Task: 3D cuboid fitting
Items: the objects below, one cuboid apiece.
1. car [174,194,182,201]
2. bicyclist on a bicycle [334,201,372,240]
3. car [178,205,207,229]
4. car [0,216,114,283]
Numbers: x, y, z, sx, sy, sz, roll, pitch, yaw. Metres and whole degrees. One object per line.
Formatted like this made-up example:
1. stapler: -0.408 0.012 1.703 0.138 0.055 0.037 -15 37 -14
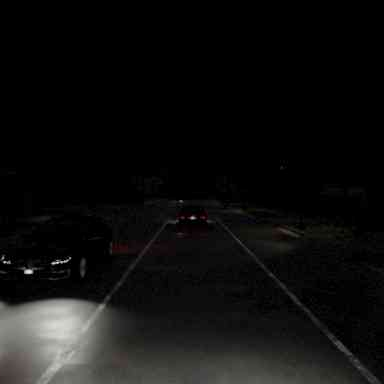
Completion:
1. car: -3.766 1.410 88.221 2.097 1.767 4.553 0 0 0
2. bicyclist on a bicycle: 6.845 1.230 14.123 1.656 1.620 0.582 0 0 0
3. car: 0.042 1.561 21.870 2.033 1.411 5.357 0 0 0
4. car: -3.614 1.512 9.792 1.837 1.490 4.892 0 0 0
